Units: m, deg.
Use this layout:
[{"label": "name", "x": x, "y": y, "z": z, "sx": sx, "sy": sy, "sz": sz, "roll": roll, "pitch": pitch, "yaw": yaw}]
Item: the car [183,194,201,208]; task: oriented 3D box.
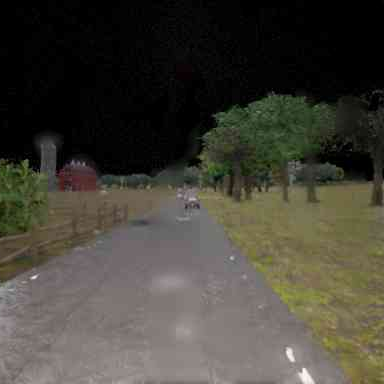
[{"label": "car", "x": 0.071, "y": 1.390, "z": 44.364, "sx": 1.812, "sy": 1.442, "sz": 4.674, "roll": 0, "pitch": 0, "yaw": 0}]

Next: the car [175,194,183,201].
[{"label": "car", "x": -2.796, "y": 1.149, "z": 73.879, "sx": 1.812, "sy": 1.442, "sz": 4.674, "roll": 0, "pitch": 0, "yaw": 0}]

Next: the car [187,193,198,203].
[{"label": "car", "x": 0.057, "y": 1.067, "z": 62.765, "sx": 2.097, "sy": 1.767, "sz": 4.553, "roll": 0, "pitch": 0, "yaw": 0}]
